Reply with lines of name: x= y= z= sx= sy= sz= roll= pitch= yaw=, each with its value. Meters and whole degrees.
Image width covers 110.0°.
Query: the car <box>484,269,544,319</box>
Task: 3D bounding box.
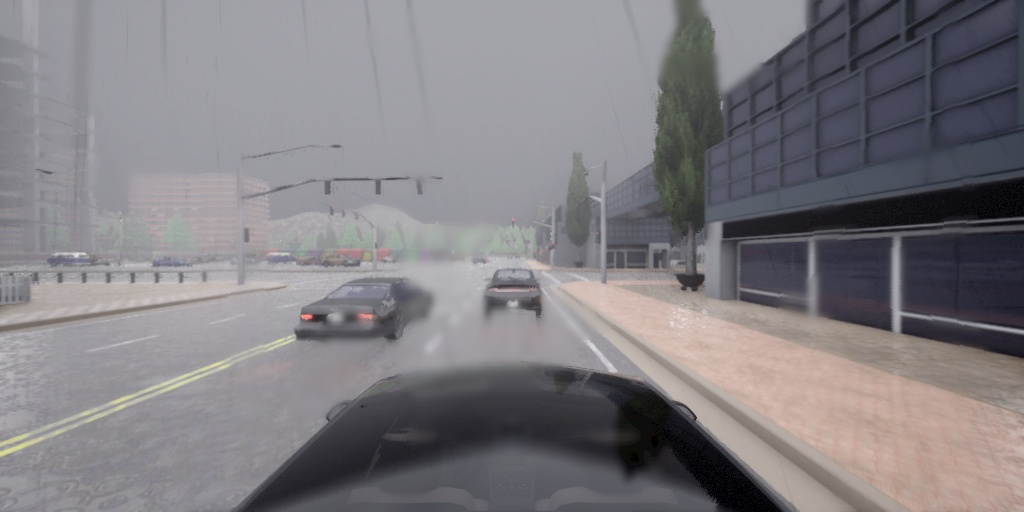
car: x=0.062 y=1.185 z=12.578 sx=2.128 sy=1.511 sz=4.902 roll=0 pitch=0 yaw=0

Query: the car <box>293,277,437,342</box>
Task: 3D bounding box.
car: x=-3.459 y=1.258 z=9.595 sx=2.033 sy=1.411 sz=5.357 roll=0 pitch=0 yaw=1
